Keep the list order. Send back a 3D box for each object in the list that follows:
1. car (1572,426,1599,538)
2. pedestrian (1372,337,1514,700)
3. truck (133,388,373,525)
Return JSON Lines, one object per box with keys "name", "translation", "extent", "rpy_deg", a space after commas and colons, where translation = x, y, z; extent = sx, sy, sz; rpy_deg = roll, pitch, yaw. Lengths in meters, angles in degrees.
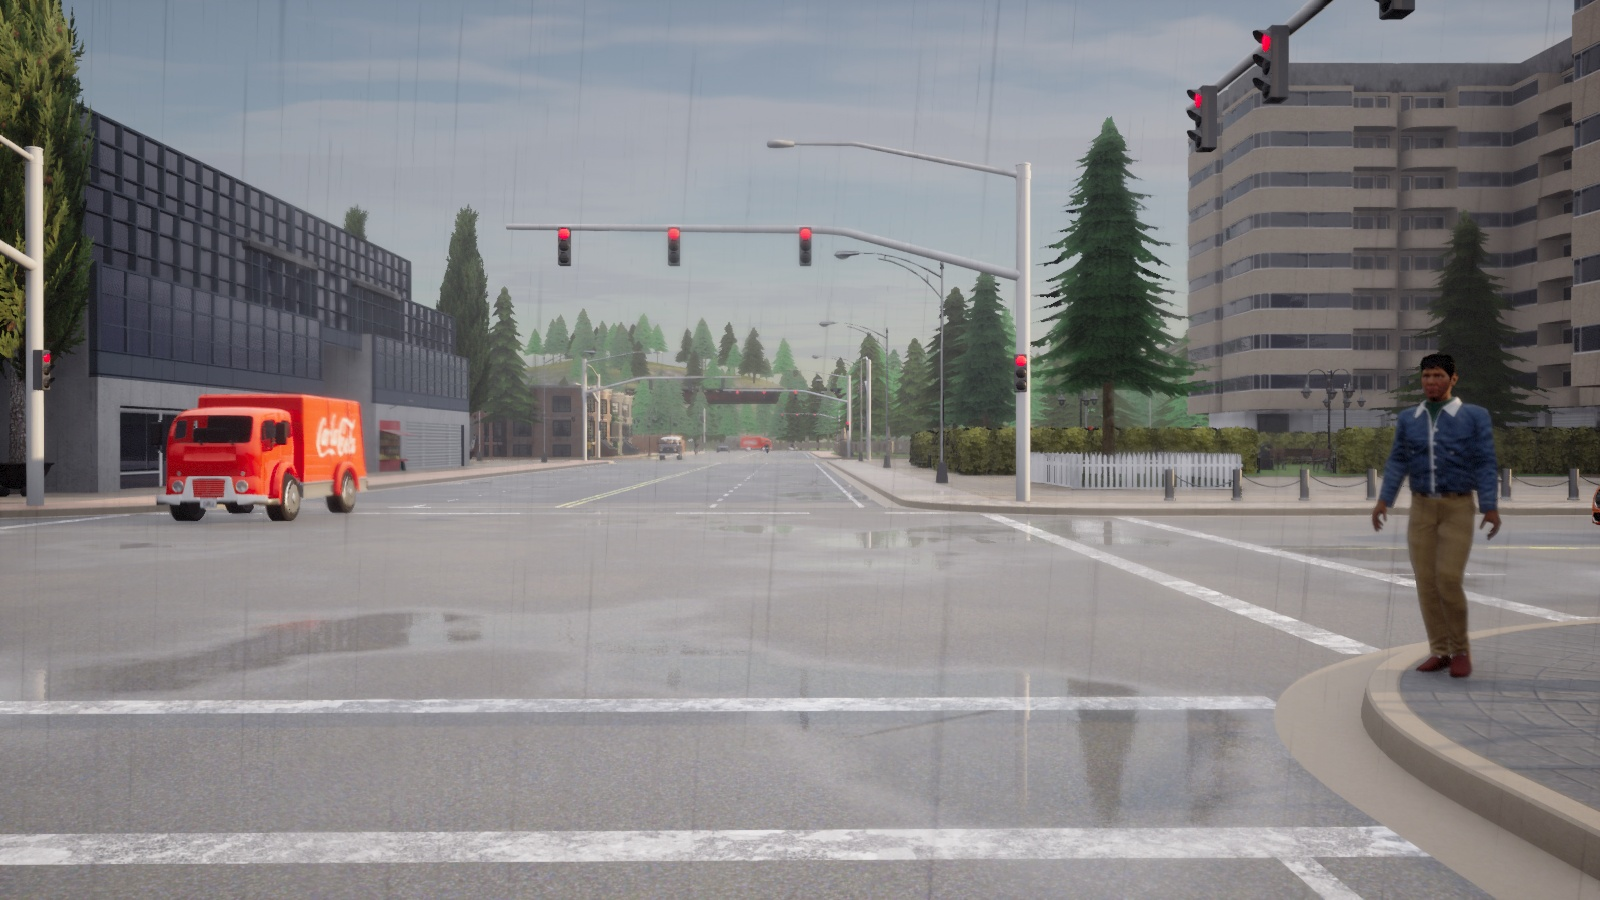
{"name": "car", "translation": [14.889, 0.507, 19.479], "extent": [4.553, 1.767, 2.097], "rpy_deg": [0, 0, 0]}
{"name": "pedestrian", "translation": [3.669, 0.368, 7.157], "extent": [0.788, 1.949, 0.423], "rpy_deg": [0, 0, -39]}
{"name": "truck", "translation": [-10.743, 0.109, 25.241], "extent": [2.627, 2.467, 5.204], "rpy_deg": [0, 0, -1]}
